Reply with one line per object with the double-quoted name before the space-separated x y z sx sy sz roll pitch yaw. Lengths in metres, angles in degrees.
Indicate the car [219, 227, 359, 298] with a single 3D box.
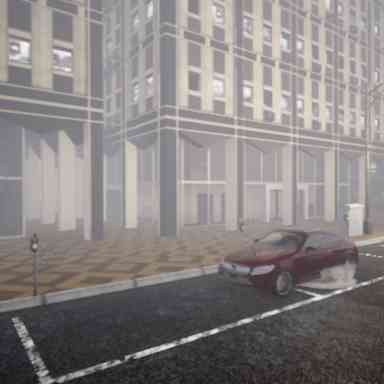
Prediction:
"car" 2.595 1.569 8.414 4.206 1.307 1.802 0 0 -36
